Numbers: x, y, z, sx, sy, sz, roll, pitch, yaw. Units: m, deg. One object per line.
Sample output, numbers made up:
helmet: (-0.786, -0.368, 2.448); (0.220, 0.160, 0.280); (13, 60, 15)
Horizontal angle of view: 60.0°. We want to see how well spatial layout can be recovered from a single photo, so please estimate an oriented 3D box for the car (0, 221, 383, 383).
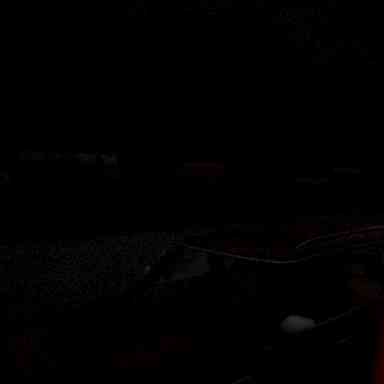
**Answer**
car: (0.719, 1.309, 3.345); (5.009, 1.841, 2.192); (0, -1, -35)
